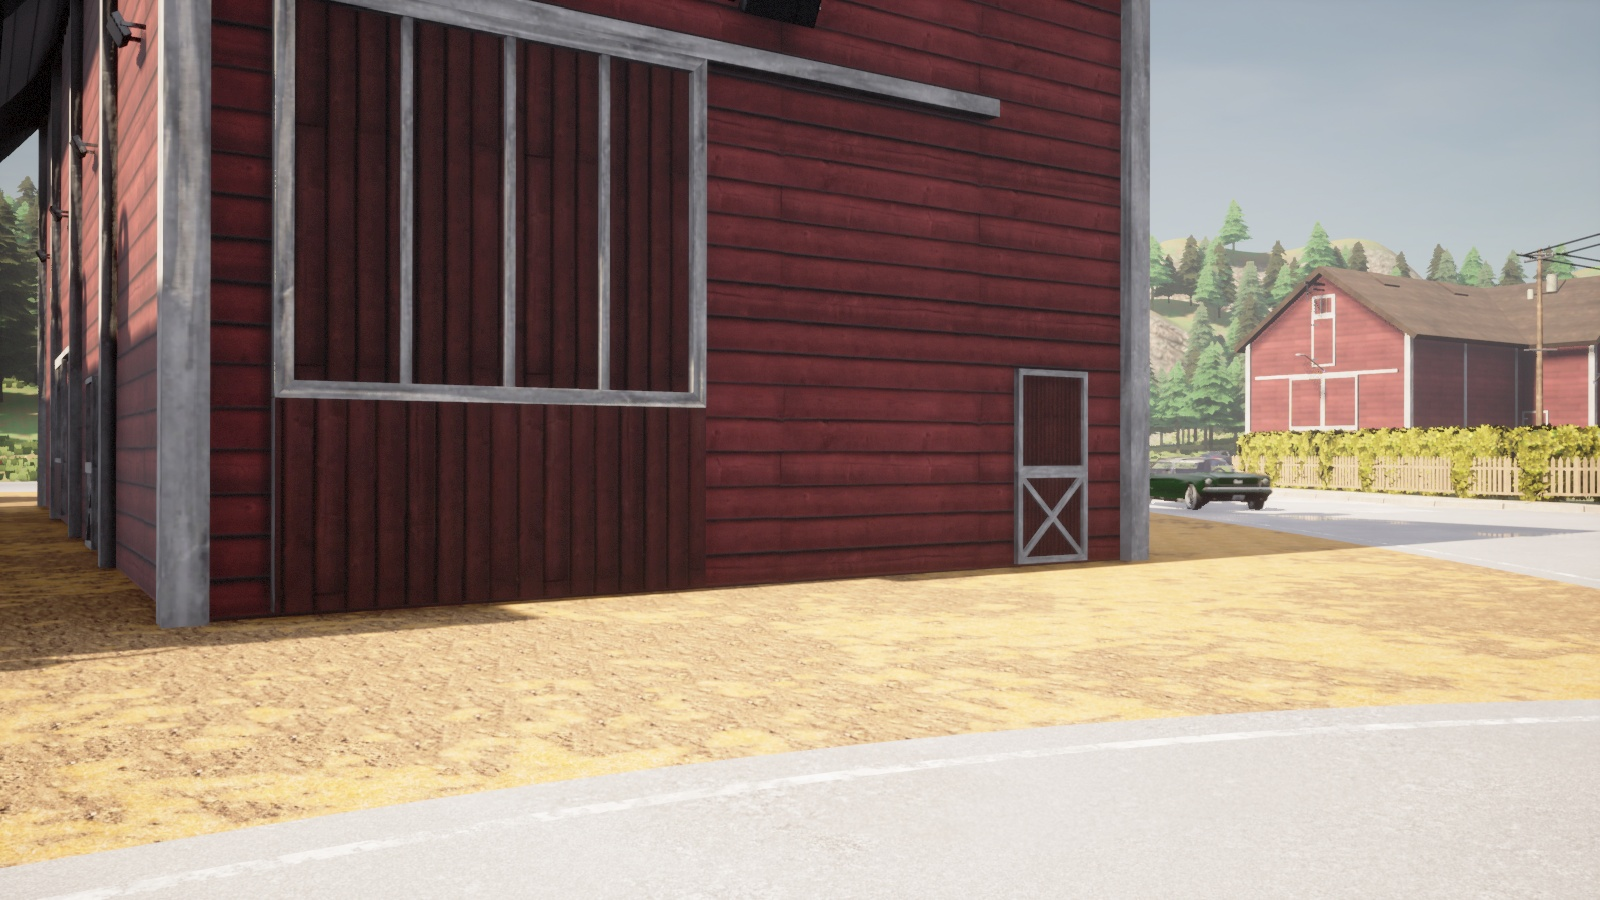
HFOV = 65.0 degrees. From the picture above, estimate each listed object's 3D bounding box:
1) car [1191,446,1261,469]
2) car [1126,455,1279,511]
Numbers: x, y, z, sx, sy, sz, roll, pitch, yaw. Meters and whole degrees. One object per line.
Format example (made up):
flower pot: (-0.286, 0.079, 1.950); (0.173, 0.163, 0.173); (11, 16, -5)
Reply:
car: (31.007, 0.541, 91.453); (5.027, 1.651, 2.152); (0, 0, -33)
car: (10.232, 0.788, 32.340); (1.895, 1.301, 4.718); (0, 0, -8)
